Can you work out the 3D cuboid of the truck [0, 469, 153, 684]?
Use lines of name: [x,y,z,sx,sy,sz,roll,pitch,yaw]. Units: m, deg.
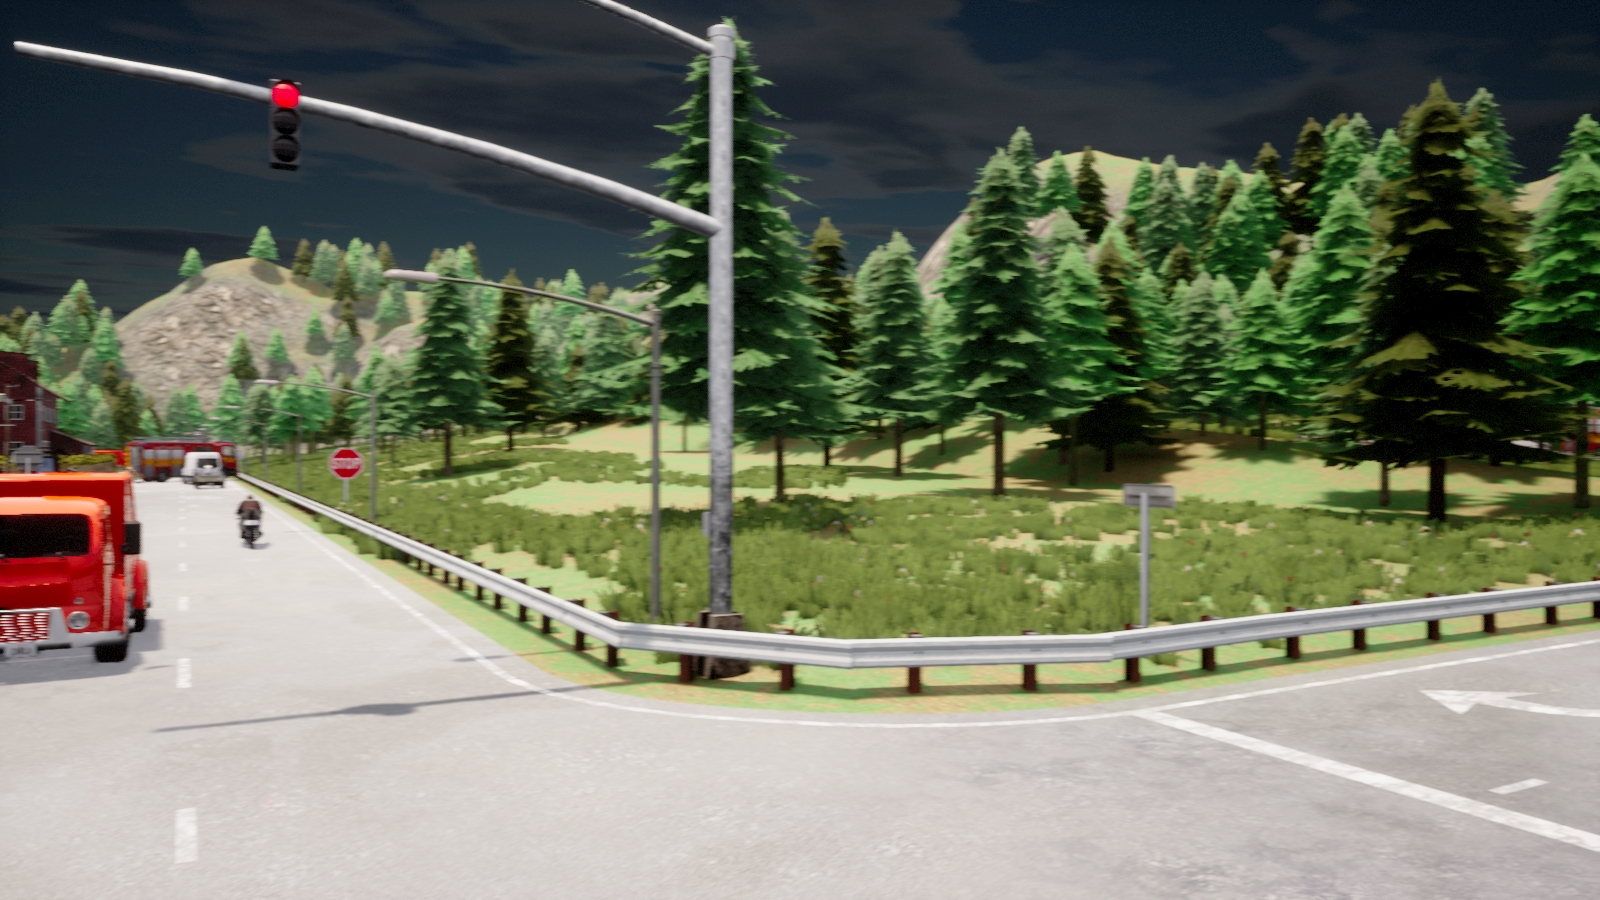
truck: [-10.589,1.551,15.962,2.627,2.467,5.204,0,0,-29]
